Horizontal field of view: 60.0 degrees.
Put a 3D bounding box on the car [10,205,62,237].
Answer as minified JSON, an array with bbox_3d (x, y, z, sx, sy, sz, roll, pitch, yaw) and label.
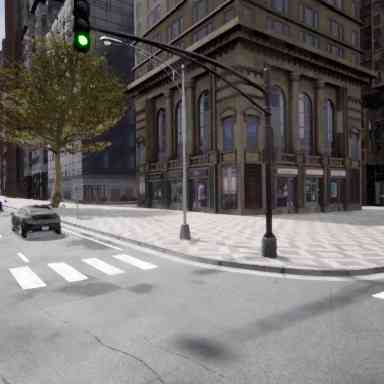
[{"bbox_3d":[-8.397,1.464,17.804,1.837,1.490,4.892,-1,1,-36],"label":"car"}]

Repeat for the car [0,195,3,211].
[{"bbox_3d":[-23.006,1.402,38.262,1.882,1.535,5.008,-1,1,-36],"label":"car"}]
